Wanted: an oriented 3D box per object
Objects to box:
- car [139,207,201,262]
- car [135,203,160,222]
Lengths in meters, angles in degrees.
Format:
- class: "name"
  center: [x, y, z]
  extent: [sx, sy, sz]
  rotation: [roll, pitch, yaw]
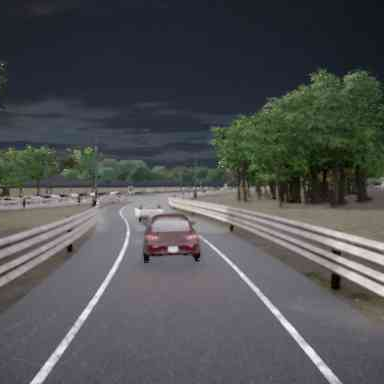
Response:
- class: "car"
  center: [-0.799, 1.492, 11.923]
  extent: [1.812, 1.442, 4.674]
  rotation: [0, 0, -6]
- class: "car"
  center: [-3.368, 1.516, 25.783]
  extent: [1.895, 1.301, 4.718]
  rotation: [-1, 0, -14]
